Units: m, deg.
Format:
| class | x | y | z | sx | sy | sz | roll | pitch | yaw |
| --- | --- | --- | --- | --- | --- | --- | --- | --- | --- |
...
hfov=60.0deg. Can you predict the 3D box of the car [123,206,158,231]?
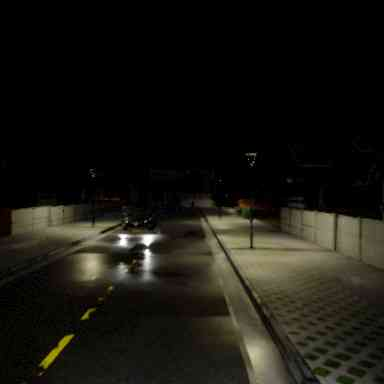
| class | x | y | z | sx | sy | sz | roll | pitch | yaw |
| --- | --- | --- | --- | --- | --- | --- | --- | --- | --- |
| car | -3.351 | 1.700 | 22.259 | 1.837 | 1.490 | 4.892 | 0 | 0 | 0 |
